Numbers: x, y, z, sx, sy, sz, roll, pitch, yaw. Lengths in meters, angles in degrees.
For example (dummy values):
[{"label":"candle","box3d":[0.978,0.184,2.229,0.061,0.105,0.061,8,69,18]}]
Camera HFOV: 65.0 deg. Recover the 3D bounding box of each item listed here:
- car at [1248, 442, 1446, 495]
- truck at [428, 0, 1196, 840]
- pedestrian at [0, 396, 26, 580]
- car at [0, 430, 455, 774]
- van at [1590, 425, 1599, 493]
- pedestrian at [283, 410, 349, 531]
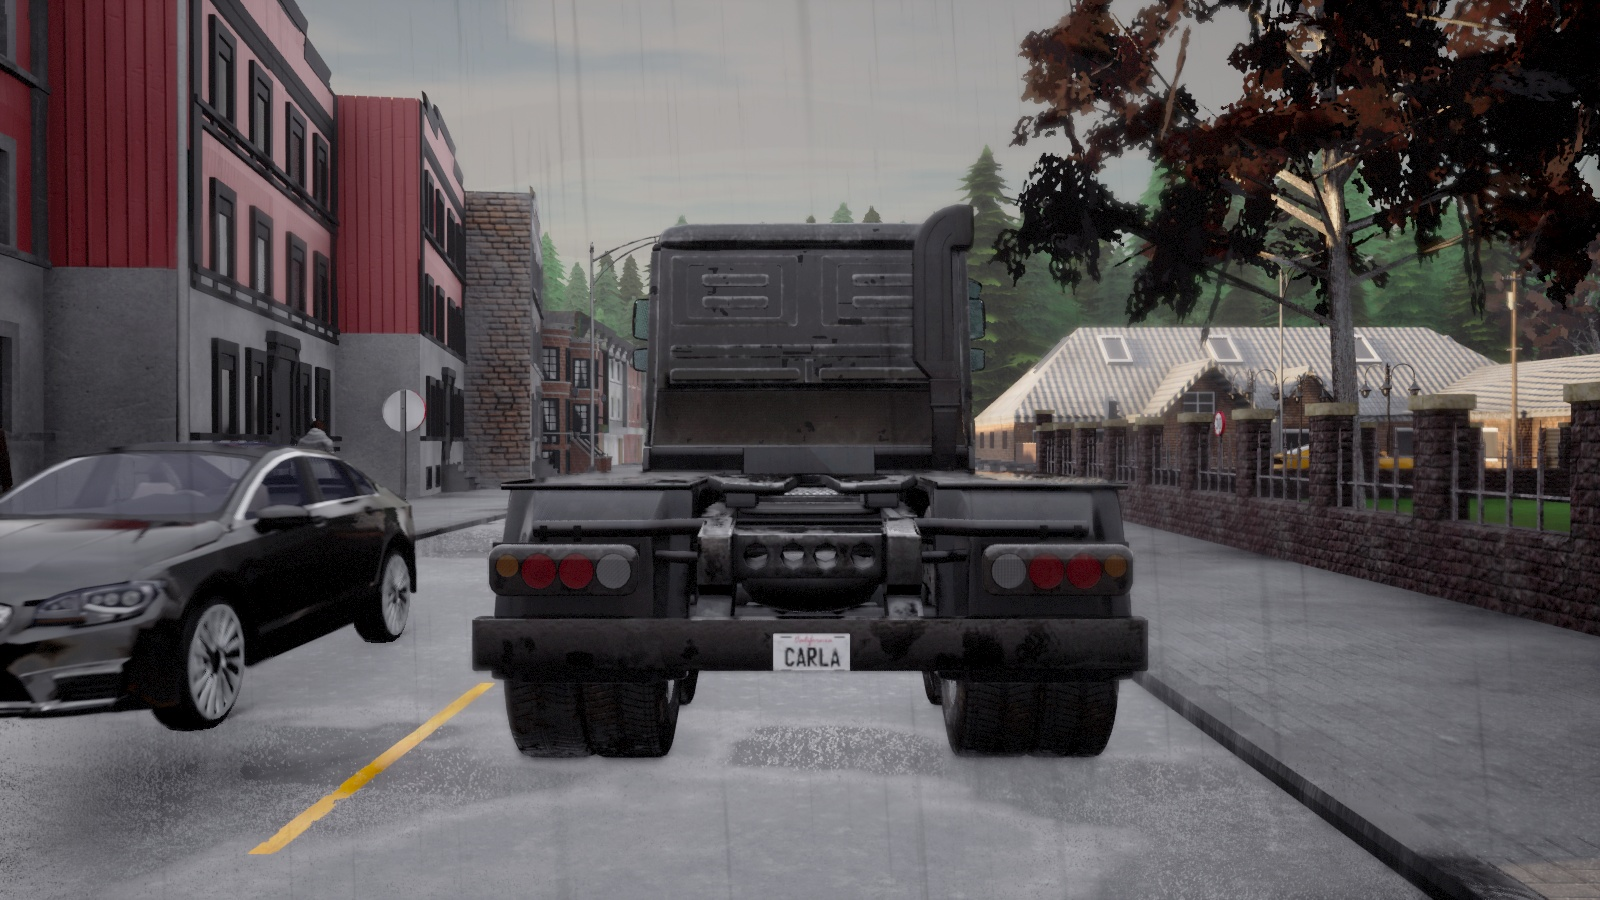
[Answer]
[{"label":"car","box3d":[16.047,0.528,36.972,5.008,1.535,1.882,0,0,-1]},{"label":"truck","box3d":[0.065,-0.284,8.702,2.891,3.462,7.936,0,0,0]},{"label":"pedestrian","box3d":[-8.237,0.378,12.728,0.431,1.840,0.703,0,0,-10]},{"label":"car","box3d":[-3.943,0.654,7.977,2.128,1.511,4.902,0,0,0]},{"label":"van","box3d":[26.112,0.282,36.942,4.480,2.038,2.069,0,0,-1]},{"label":"pedestrian","box3d":[-7.995,0.332,20.770,0.659,1.952,0.873,0,0,9]}]
